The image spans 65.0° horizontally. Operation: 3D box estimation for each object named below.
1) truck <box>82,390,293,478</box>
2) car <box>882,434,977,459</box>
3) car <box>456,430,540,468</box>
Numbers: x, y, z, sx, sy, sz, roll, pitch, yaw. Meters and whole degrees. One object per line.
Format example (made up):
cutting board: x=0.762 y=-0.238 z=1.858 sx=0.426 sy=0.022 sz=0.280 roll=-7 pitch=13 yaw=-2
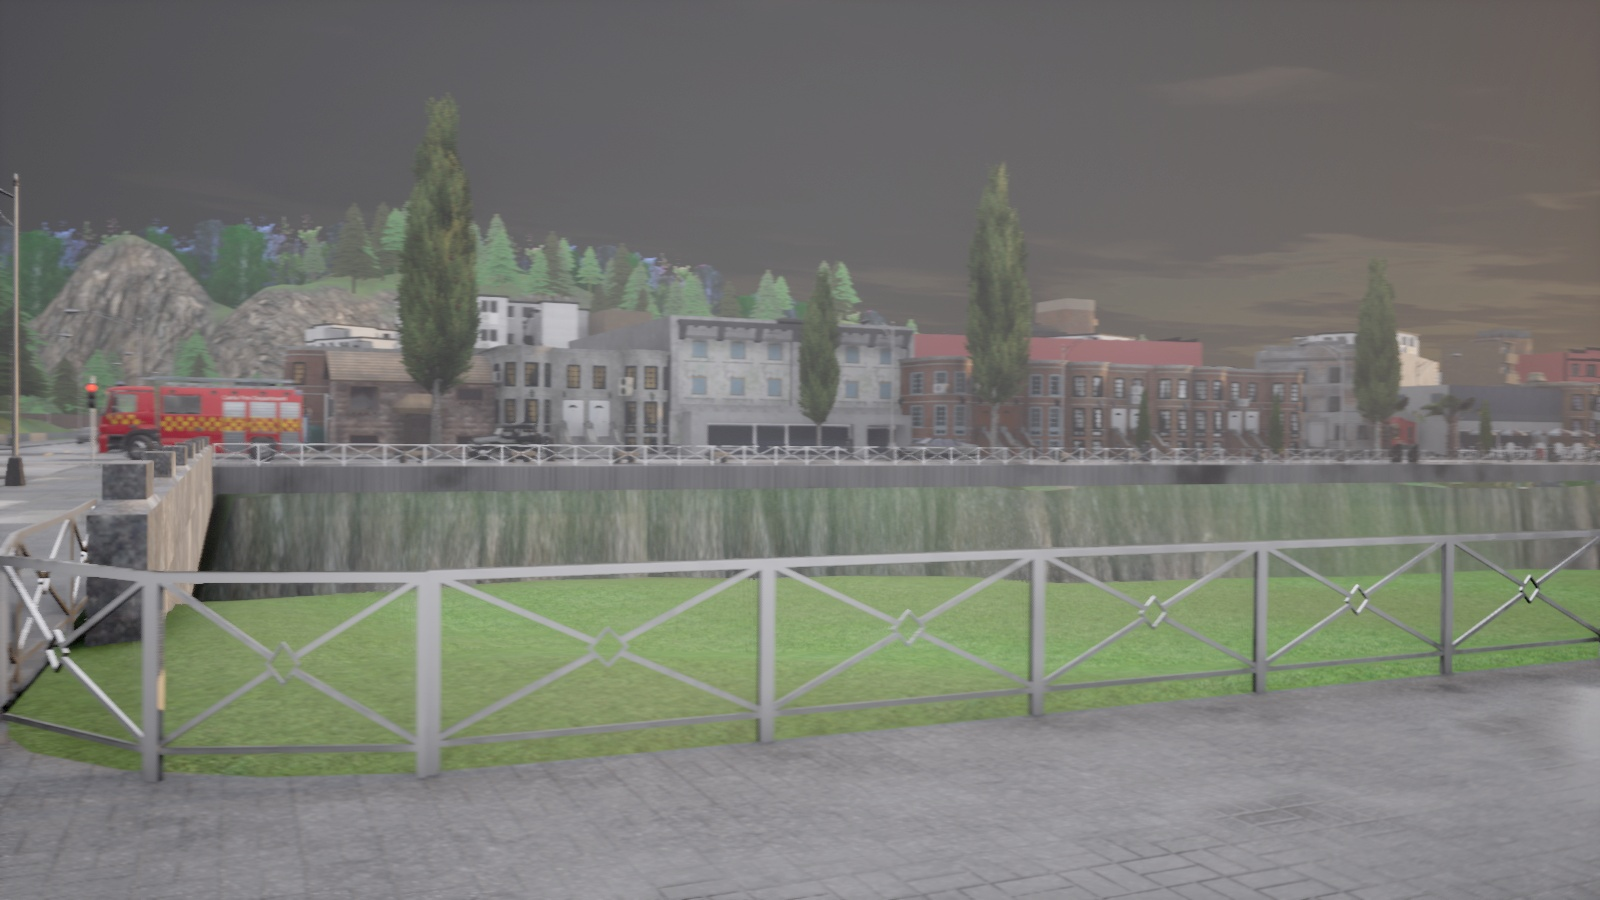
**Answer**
truck: x=-28.003 y=-0.794 z=57.739 sx=8.468 sy=3.827 sz=2.891 roll=-1 pitch=1 yaw=-26
car: x=7.751 y=-0.230 z=75.100 sx=5.357 sy=1.411 sz=2.033 roll=-1 pitch=1 yaw=-25
car: x=-15.485 y=-0.069 z=64.468 sx=3.866 sy=1.878 sz=1.905 roll=-1 pitch=1 yaw=-25
